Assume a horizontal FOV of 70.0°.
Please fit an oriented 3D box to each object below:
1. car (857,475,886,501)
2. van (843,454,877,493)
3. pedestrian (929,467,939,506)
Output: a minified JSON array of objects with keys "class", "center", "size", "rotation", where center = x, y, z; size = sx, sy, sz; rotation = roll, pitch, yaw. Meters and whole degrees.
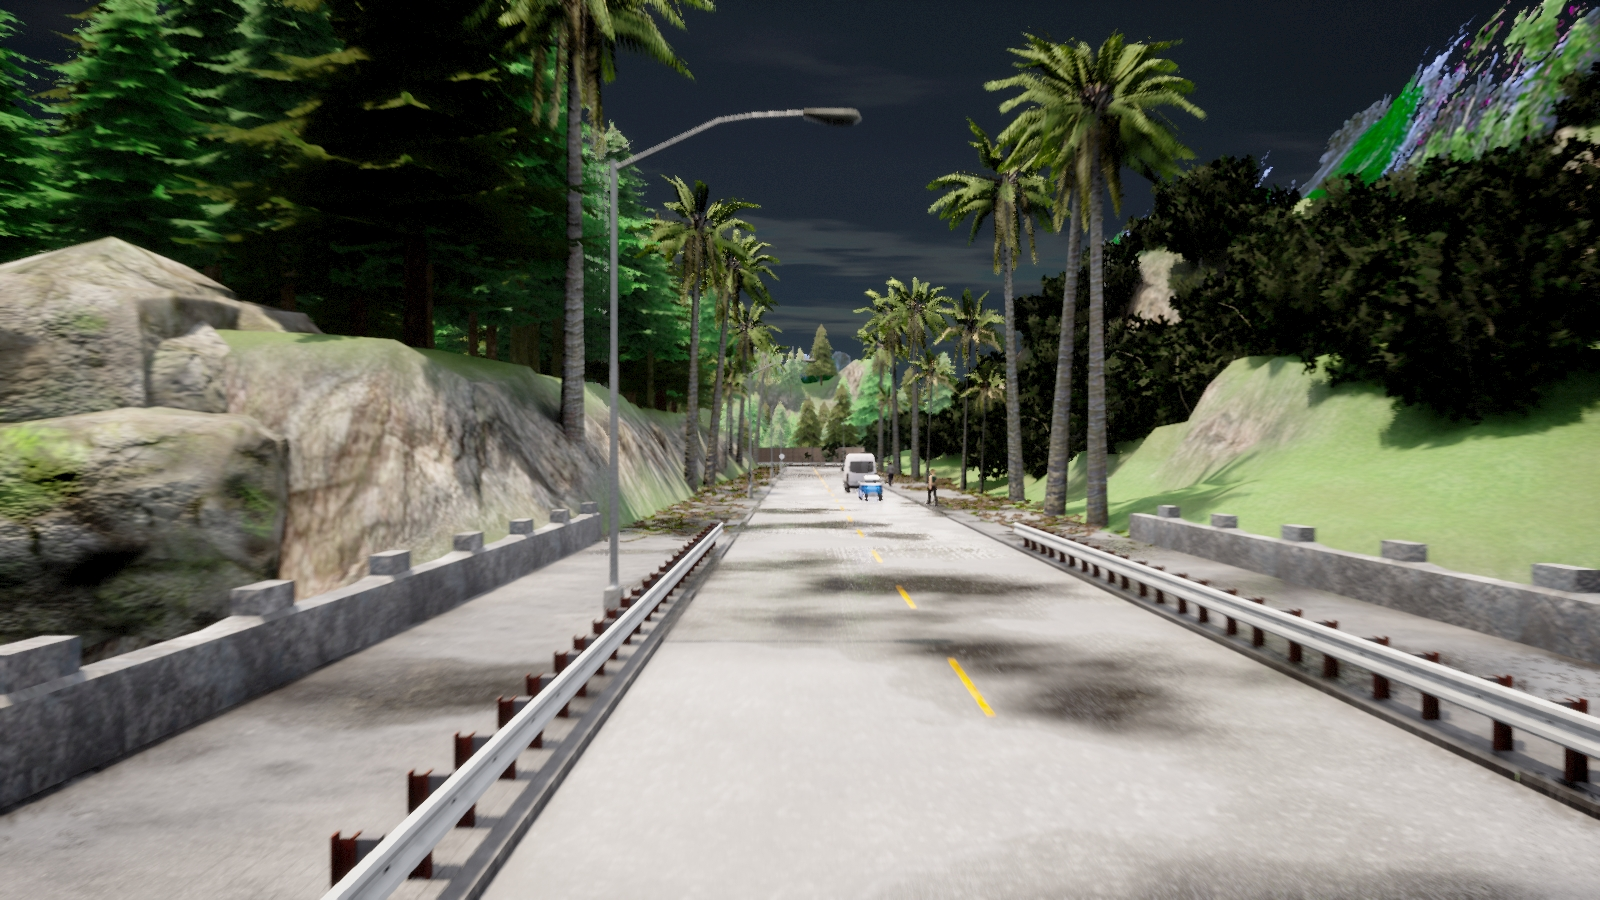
[{"class":"car","center":[4.004,2.120,63.844],"size":[1.481,1.376,2.207],"rotation":[0,0,0]},{"class":"van","center":[3.994,1.534,77.104],"size":[1.988,2.561,5.915],"rotation":[0,0,0]},{"class":"pedestrian","center":[6.408,1.743,54.724],"size":[0.375,1.860,0.375],"rotation":[0,0,-19]}]
